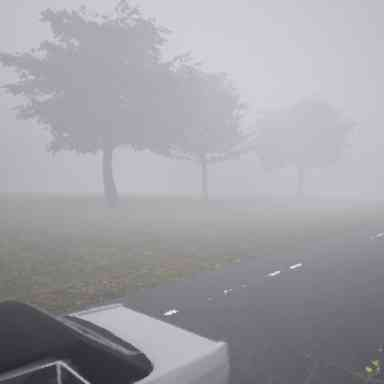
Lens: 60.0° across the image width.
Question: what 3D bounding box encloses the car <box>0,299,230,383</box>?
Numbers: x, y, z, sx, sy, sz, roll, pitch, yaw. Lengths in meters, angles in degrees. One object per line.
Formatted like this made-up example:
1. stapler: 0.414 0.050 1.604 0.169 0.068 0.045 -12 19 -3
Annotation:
1. car: -1.852 1.618 2.075 1.895 1.301 4.718 0 -1 42
